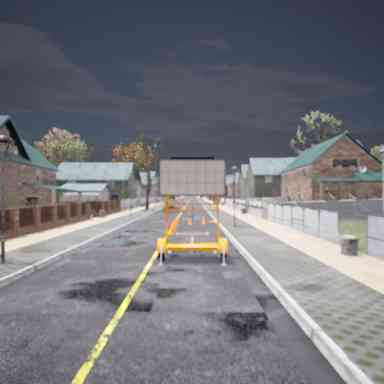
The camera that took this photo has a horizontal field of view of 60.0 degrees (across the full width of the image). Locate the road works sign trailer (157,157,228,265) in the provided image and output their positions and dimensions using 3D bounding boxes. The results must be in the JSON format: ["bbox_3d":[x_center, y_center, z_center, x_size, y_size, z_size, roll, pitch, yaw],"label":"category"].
[{"bbox_3d":[0.014,0.546,11.956,2.380,3.560,2.880,0,0,0],"label":"road works sign trailer"}]

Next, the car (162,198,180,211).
[{"bbox_3d":[-2.782,1.645,44.733,2.097,1.767,4.553,0,0,0],"label":"car"}]
